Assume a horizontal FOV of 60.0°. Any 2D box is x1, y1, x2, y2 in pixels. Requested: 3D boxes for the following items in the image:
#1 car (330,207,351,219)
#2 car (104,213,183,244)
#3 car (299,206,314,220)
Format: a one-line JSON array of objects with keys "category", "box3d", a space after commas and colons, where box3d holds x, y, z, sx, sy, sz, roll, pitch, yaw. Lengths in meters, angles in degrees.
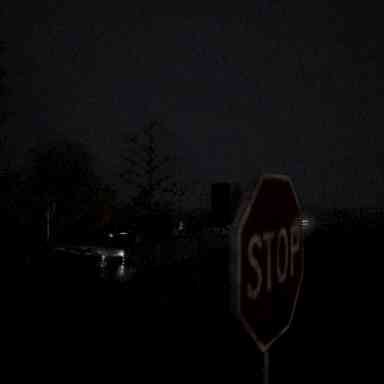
[{"category": "car", "box3d": [18.691, 2.586, 42.088, 1.994, 1.385, 4.181, 0, -1, 36]}, {"category": "car", "box3d": [-2.458, 1.906, 17.918, 1.837, 1.490, 4.892, 0, -1, 35]}, {"category": "car", "box3d": [12.976, 2.414, 39.186, 1.837, 1.490, 4.892, 0, -1, 36]}]
